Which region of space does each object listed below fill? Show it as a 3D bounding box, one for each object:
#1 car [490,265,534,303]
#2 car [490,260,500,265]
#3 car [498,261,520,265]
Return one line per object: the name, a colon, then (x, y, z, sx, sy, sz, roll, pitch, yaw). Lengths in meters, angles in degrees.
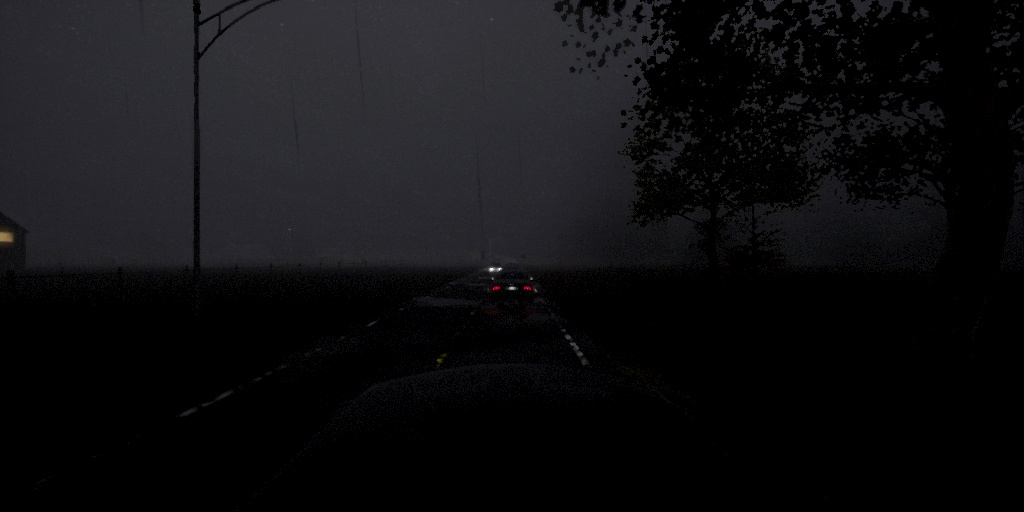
car: (0.000, 1.315, 16.502, 2.033, 1.411, 5.357, 0, 0, 0)
car: (-2.750, 1.398, 62.478, 1.895, 1.301, 4.718, 0, 0, 0)
car: (0.000, 1.286, 31.504, 1.812, 1.442, 4.674, 0, 0, 0)
